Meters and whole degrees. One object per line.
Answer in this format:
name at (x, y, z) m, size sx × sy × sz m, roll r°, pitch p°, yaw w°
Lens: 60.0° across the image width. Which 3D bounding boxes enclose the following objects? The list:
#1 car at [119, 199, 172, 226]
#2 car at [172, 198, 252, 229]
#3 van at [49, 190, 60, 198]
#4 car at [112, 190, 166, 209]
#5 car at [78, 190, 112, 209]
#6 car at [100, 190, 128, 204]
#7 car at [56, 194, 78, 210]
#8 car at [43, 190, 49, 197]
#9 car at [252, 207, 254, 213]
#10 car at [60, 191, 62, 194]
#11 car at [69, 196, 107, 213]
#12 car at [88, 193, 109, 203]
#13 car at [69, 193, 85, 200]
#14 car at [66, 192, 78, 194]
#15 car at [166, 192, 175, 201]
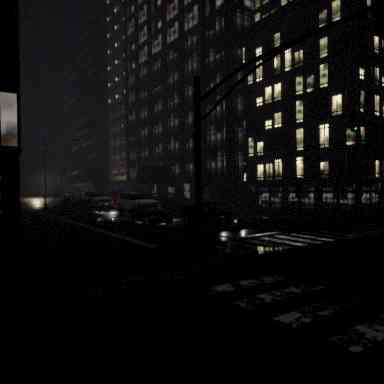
car at (-2.905, 1.455, 22.390) m, size 2.008 × 1.369 × 4.403 m, roll -1°, pitch 1°, yaw -35°
car at (1.105, 1.382, 21.071) m, size 2.128 × 1.511 × 4.902 m, roll -1°, pitch 1°, yaw -35°
van at (-32.491, 0.531, 79.990) m, size 1.690 × 1.788 × 3.998 m, roll -1°, pitch 1°, yaw -35°
car at (-4.859, 1.021, 29.714) m, size 2.150 × 2.045 × 5.566 m, roll -1°, pitch 1°, yaw -35°
car at (-10.933, 0.927, 38.541) m, size 2.150 × 2.045 × 5.566 m, roll -1°, pitch 1°, yaw -35°
car at (-12.037, 0.734, 51.049) m, size 2.150 × 2.045 × 5.566 m, roll -1°, pitch 1°, yaw -35°
car at (-13.742, 1.289, 38.052) m, size 2.008 × 1.369 × 4.403 m, roll -1°, pitch 1°, yaw -35°
car at (-35.694, 0.689, 84.636) m, size 2.008 × 1.369 × 4.403 m, roll -1°, pitch 1°, yaw -35°
car at (3.089, 1.279, 28.341) m, size 1.752 × 1.417 × 4.829 m, roll -1°, pitch 1°, yaw -35°
car at (-26.085, 0.734, 70.704) m, size 1.967 × 1.590 × 4.097 m, roll -1°, pitch 1°, yaw -35°
car at (-10.538, 1.354, 33.408) m, size 1.947 × 1.339 × 4.313 m, roll -1°, pitch 1°, yaw -35°
car at (-15.965, 0.920, 56.810) m, size 1.882 × 1.535 × 5.008 m, roll -1°, pitch 1°, yaw -35°
car at (-22.882, 0.890, 66.061) m, size 1.887 × 1.381 × 4.507 m, roll -1°, pitch 1°, yaw -35°
car at (-19.343, 1.083, 56.182) m, size 1.895 × 1.301 × 4.718 m, roll -1°, pitch 1°, yaw -35°
car at (-3.665, 0.963, 38.196) m, size 2.192 × 1.841 × 5.009 m, roll -1°, pitch 1°, yaw -35°
